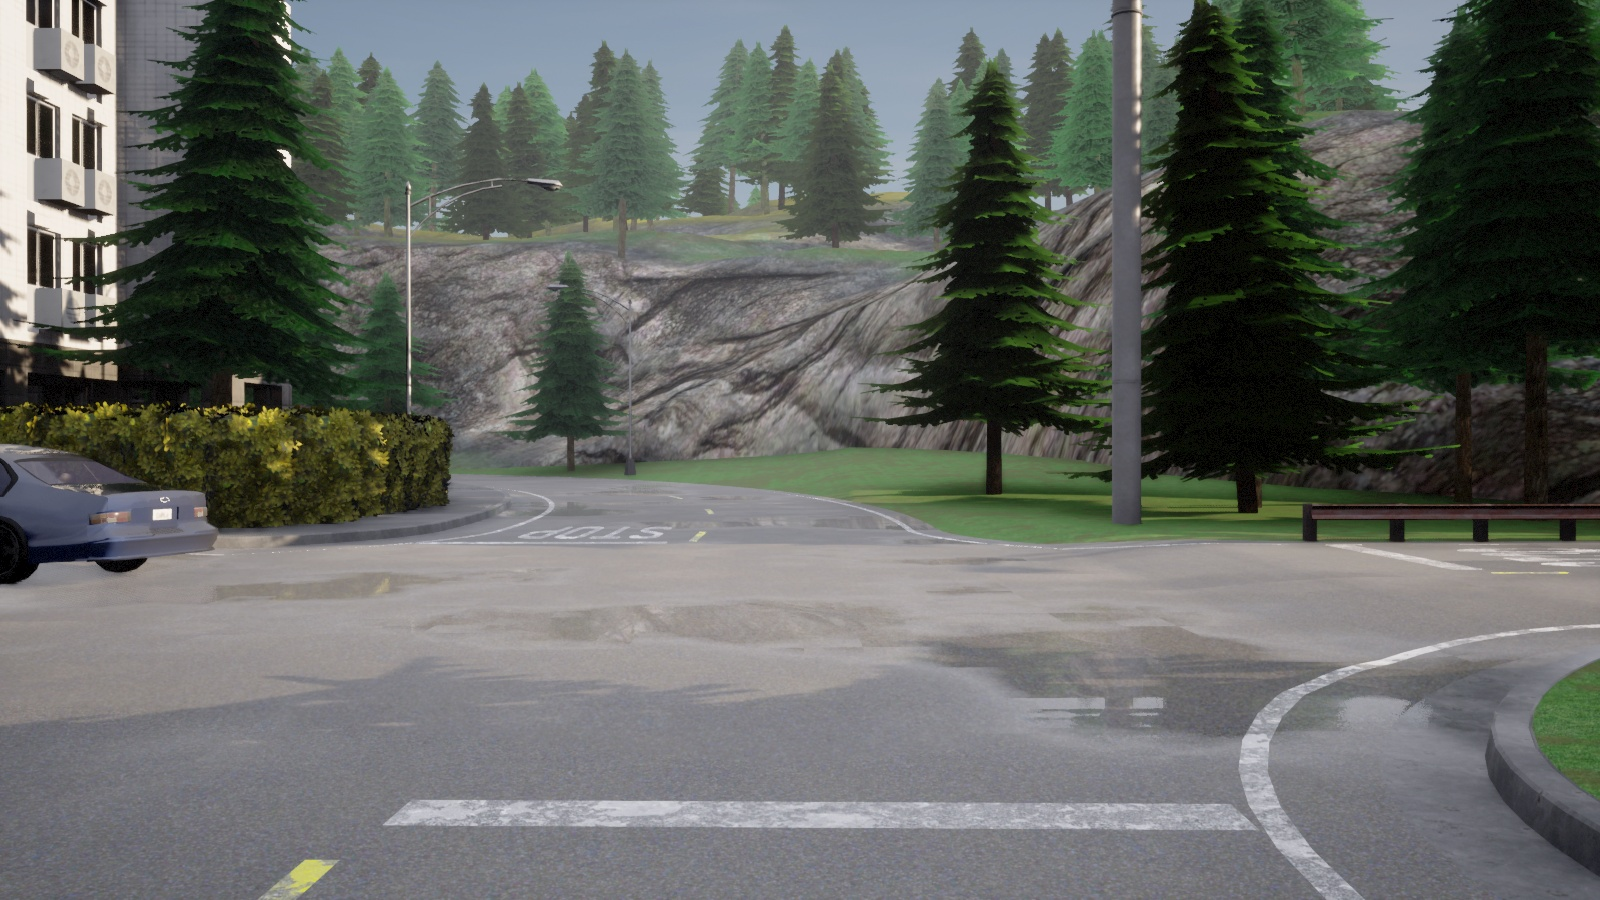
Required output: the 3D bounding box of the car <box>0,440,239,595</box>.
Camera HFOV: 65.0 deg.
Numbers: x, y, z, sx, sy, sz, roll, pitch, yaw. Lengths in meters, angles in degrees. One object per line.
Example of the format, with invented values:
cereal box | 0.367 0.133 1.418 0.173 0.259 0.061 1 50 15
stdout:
car | -9.259 0.604 13.918 5.357 1.411 2.033 3 0 13
